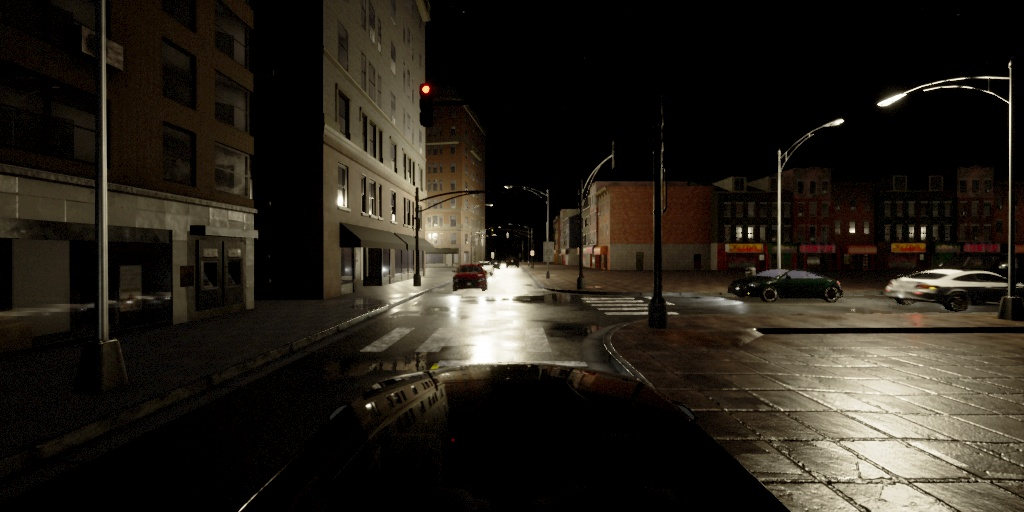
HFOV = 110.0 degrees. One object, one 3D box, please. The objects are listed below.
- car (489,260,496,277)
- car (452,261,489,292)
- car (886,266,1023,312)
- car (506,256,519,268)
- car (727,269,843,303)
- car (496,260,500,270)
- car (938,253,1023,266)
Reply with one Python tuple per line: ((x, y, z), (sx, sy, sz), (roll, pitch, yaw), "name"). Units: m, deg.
((-2.853, 1.280, 36.246), (1.812, 1.442, 4.674), (0, 0, 0), "car")
((-2.528, 1.228, 21.538), (1.882, 1.535, 5.008), (0, 0, -6), "car")
((16.612, 1.214, 13.158), (4.674, 1.442, 1.812), (0, 0, 1), "car")
((0.080, 0.991, 61.384), (2.150, 2.045, 5.566), (0, 0, 0), "car")
((12.042, 1.261, 15.988), (4.181, 1.385, 1.994), (0, 0, 0), "car")
((-2.762, 1.338, 52.398), (1.994, 1.385, 4.181), (0, 0, 0), "car")
((21.320, 0.884, 16.038), (5.566, 2.045, 2.150), (0, 0, 0), "car")
